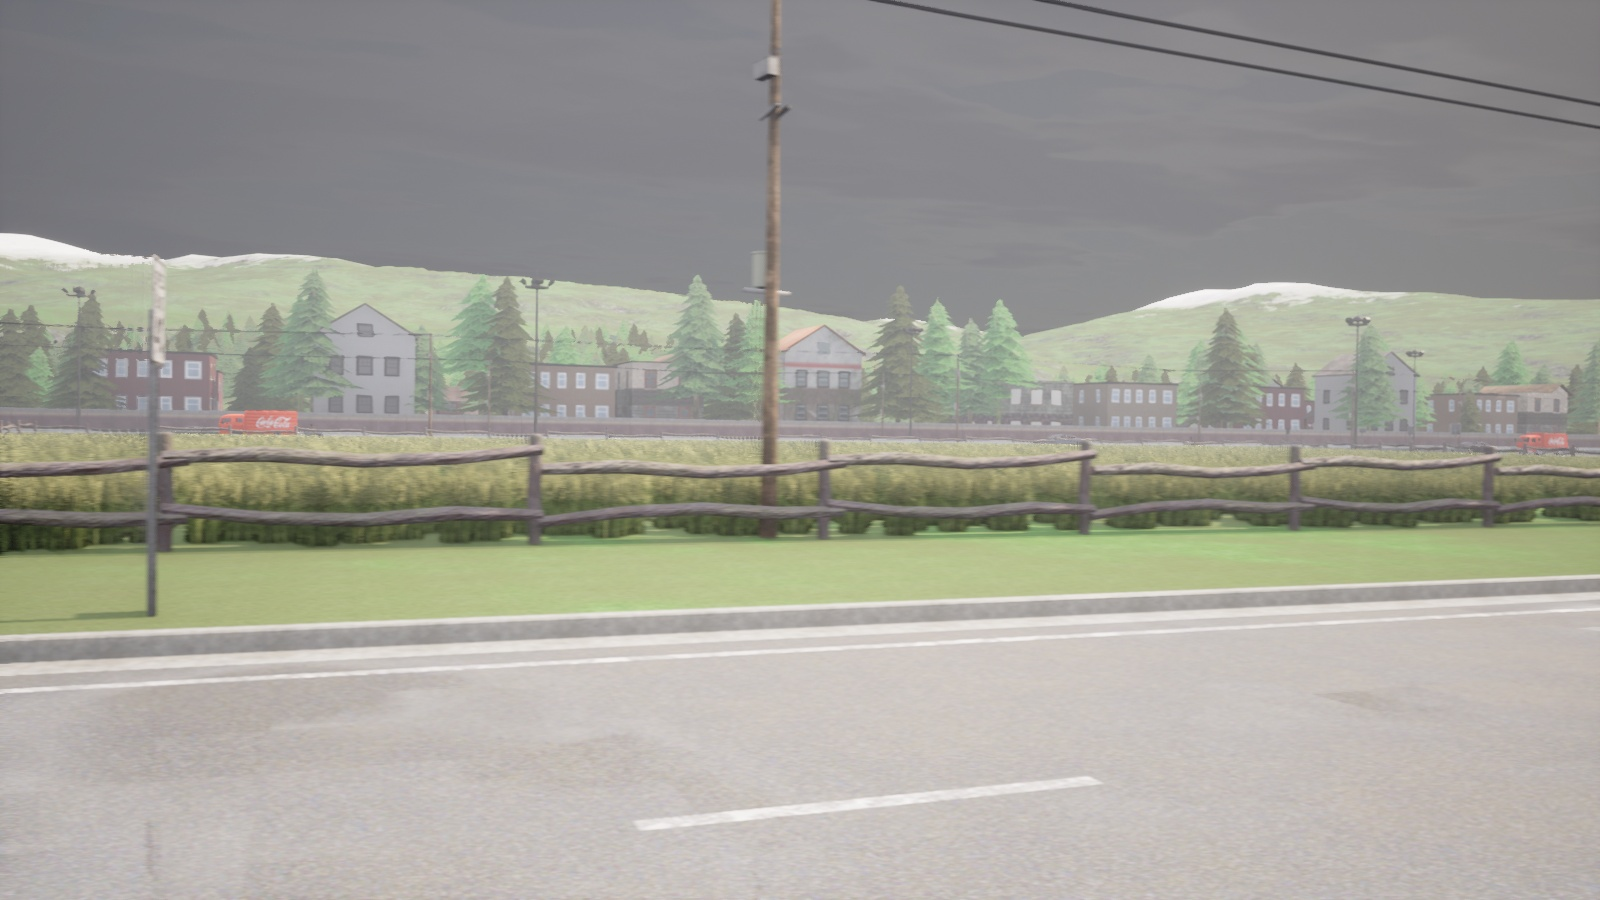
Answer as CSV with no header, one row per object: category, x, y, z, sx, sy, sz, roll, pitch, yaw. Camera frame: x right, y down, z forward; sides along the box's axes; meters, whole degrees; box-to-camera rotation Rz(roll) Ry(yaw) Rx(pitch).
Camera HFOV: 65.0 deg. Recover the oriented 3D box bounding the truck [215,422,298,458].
truck,-38.147,-0.729,88.359,5.204,2.467,2.627,-1,1,-21
